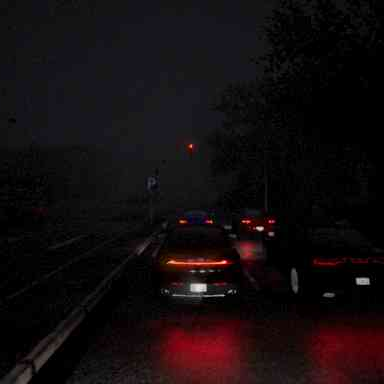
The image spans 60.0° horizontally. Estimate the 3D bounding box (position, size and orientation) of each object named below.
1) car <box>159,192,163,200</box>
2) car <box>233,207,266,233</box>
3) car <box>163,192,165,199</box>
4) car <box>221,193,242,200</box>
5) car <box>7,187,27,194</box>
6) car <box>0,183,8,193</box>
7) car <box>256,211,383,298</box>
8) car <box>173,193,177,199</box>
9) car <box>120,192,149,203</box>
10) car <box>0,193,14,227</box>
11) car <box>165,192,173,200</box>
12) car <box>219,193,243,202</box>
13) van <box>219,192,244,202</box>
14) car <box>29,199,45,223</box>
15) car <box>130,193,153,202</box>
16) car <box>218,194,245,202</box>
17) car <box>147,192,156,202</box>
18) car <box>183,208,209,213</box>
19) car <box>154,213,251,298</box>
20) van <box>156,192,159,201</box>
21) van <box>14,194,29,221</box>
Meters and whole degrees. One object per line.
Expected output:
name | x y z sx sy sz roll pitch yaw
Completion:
car | -9.697 1.320 74.703 4.892 1.521 2.231 -1 0 -13
car | 3.235 1.550 17.913 1.812 1.442 4.674 0 0 1
car | -9.311 1.358 77.696 4.674 1.452 2.002 -1 0 -13
car | 9.809 1.127 82.927 4.553 1.767 2.185 1 0 -12
car | -27.939 0.136 53.694 2.002 1.452 4.674 6 -3 -19
car | -30.934 -0.427 53.767 2.435 2.045 5.566 6 -3 -19
car | 3.140 1.488 8.573 1.882 1.535 5.008 0 0 0
car | -7.622 1.063 89.679 5.566 2.045 2.435 -1 0 -12
car | -11.180 1.357 62.754 4.792 1.488 2.163 -1 0 -15
car | -13.642 1.267 18.944 5.566 2.045 2.435 -1 0 -19
car | -8.085 1.355 86.675 4.674 1.452 2.002 -1 0 -12
car | 7.955 1.140 68.235 4.553 1.767 2.185 1 0 -13
van | 7.559 1.041 65.268 4.442 1.987 1.878 1 0 -14
car | -13.525 1.403 24.957 4.553 1.767 2.185 -1 0 -19
car | -10.416 1.194 68.695 4.553 1.767 2.185 -1 0 -14
car | 8.504 1.262 71.227 5.366 1.575 1.946 1 0 -13
car | -10.522 1.314 65.743 5.366 1.575 1.946 -1 0 -14
car | 0.216 1.550 17.660 1.812 1.442 4.674 0 0 1
car | 0.140 1.515 8.536 1.837 1.490 4.892 0 0 0
van | -9.937 1.091 71.732 4.442 1.987 1.878 -1 0 -14
van | -13.513 1.296 21.979 4.442 1.987 1.878 -1 0 -19
